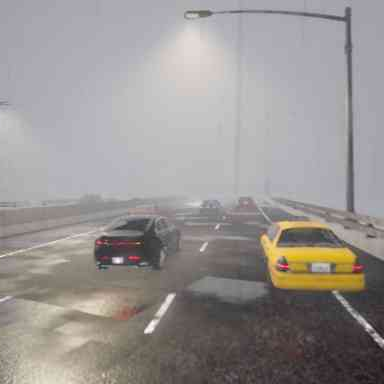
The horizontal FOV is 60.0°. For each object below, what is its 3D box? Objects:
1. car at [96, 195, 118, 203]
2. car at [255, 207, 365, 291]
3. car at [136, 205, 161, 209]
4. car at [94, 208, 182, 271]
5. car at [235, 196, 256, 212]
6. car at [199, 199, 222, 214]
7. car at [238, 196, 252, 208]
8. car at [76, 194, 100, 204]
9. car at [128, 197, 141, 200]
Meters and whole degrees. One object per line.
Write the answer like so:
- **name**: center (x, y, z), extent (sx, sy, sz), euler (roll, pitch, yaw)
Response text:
- **car**: center (-12.896, 1.647, 52.367), extent (1.994, 1.385, 4.181), euler (-1, 0, 10)
- **car**: center (2.798, 1.395, 8.815), extent (1.801, 1.575, 5.366), euler (-1, 0, 8)
- **car**: center (-3.061, 1.587, 24.500), extent (1.895, 1.301, 4.718), euler (-1, 0, 9)
- **car**: center (-1.556, 1.498, 10.967), extent (1.837, 1.490, 4.892), euler (-1, 0, 8)
- **car**: center (5.789, 1.195, 35.798), extent (2.097, 1.767, 4.553), euler (-1, 0, 10)
- **car**: center (1.895, 1.448, 33.514), extent (2.033, 1.411, 5.357), euler (-1, 0, 9)
- **car**: center (7.368, 1.334, 45.730), extent (1.812, 1.442, 4.674), euler (-1, 0, 10)
- **car**: center (-16.328, 1.351, 53.128), extent (2.150, 2.045, 5.566), euler (-1, 0, 10)
- **car**: center (-9.149, 1.555, 53.550), extent (1.812, 1.442, 4.674), euler (-1, 0, 10)
